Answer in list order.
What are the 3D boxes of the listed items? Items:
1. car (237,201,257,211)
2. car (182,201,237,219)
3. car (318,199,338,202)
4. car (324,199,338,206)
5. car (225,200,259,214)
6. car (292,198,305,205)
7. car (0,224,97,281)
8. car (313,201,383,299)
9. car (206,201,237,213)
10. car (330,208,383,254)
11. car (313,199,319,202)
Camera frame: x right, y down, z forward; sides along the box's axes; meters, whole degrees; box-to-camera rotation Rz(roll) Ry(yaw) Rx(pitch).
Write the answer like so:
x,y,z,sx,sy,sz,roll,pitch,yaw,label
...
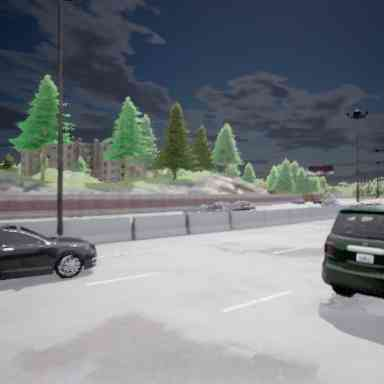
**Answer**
x,y,z,sx,sy,sz,roll,pitch,yaw,label
5.163,1.851,36.330,1.837,1.490,4.892,-1,0,44,car
1.212,1.779,27.657,4.892,1.490,1.837,1,-1,-43,car
20.743,1.933,49.306,1.837,1.490,4.892,0,0,37,car
28.921,2.141,68.974,2.033,1.411,5.357,0,-1,29,car
6.443,1.885,42.828,1.882,1.535,5.008,-1,-1,42,car
23.650,2.020,73.901,2.097,1.767,4.553,0,-1,29,car
-5.006,1.610,8.781,4.892,1.490,1.837,0,0,-36,car
5.205,1.287,7.688,5.566,2.045,2.150,0,0,-39,car
4.095,1.966,45.445,1.812,1.442,4.674,-1,-1,42,car
8.343,1.604,14.980,5.008,1.535,1.882,0,0,-41,car
28.820,2.257,75.992,1.895,1.301,4.718,0,-1,29,car
